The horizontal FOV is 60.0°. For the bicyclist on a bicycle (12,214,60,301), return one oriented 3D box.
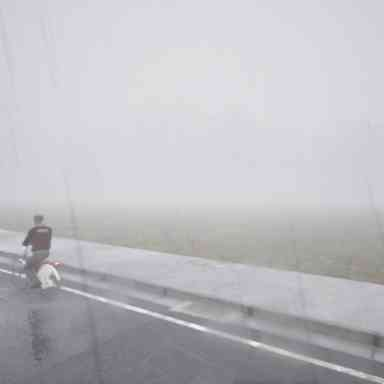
[{"bbox_3d":[-3.366,1.338,7.060,1.843,1.776,0.659,1,0,36],"label":"bicyclist on a bicycle"}]
